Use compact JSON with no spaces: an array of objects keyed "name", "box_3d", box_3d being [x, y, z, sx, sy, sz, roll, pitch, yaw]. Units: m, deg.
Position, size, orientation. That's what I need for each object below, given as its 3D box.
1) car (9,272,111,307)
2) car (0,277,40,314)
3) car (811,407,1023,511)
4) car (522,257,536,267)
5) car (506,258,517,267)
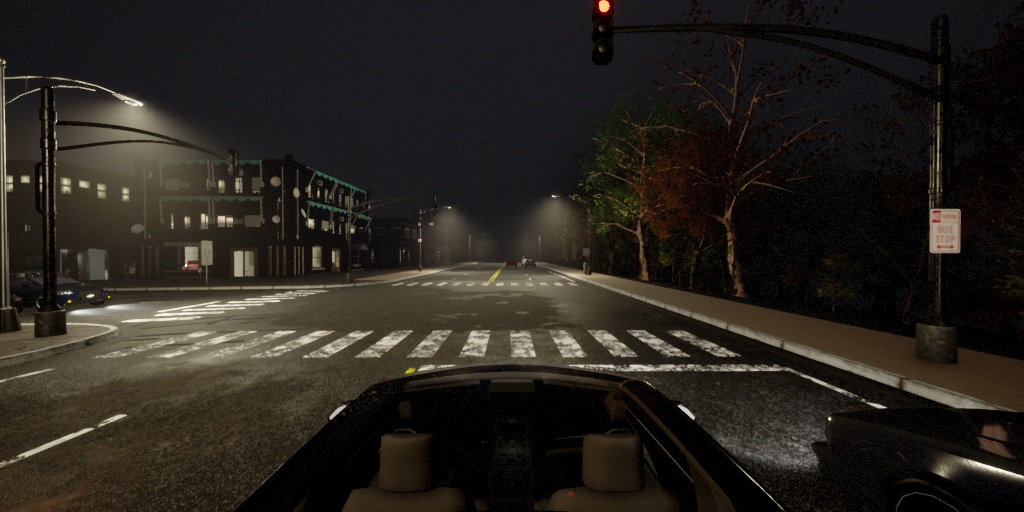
[{"name":"car","box_3d":[-19.866,1.534,15.202,4.181,1.385,1.994,-1,1,0]},{"name":"car","box_3d":[-19.973,1.565,12.496,4.313,1.339,1.948,0,0,0]},{"name":"car","box_3d":[3.354,1.298,0.392,2.033,1.411,5.357,0,0,0]},{"name":"car","box_3d":[3.202,1.274,63.173,2.033,1.411,5.357,0,0,0]},{"name":"car","box_3d":[-0.051,1.204,63.140,1.882,1.535,5.008,0,0,0]}]
